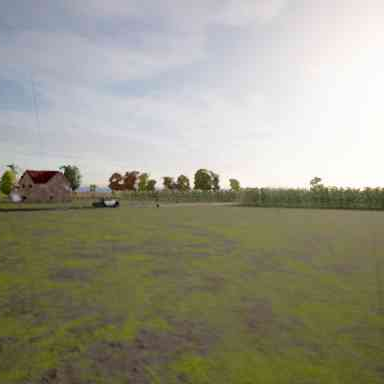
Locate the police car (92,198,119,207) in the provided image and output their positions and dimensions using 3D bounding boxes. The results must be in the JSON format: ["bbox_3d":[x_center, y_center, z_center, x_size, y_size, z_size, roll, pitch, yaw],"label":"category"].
[{"bbox_3d":[-15.208,1.855,58.475,2.038,1.542,4.974,1,0,35],"label":"police car"}]
